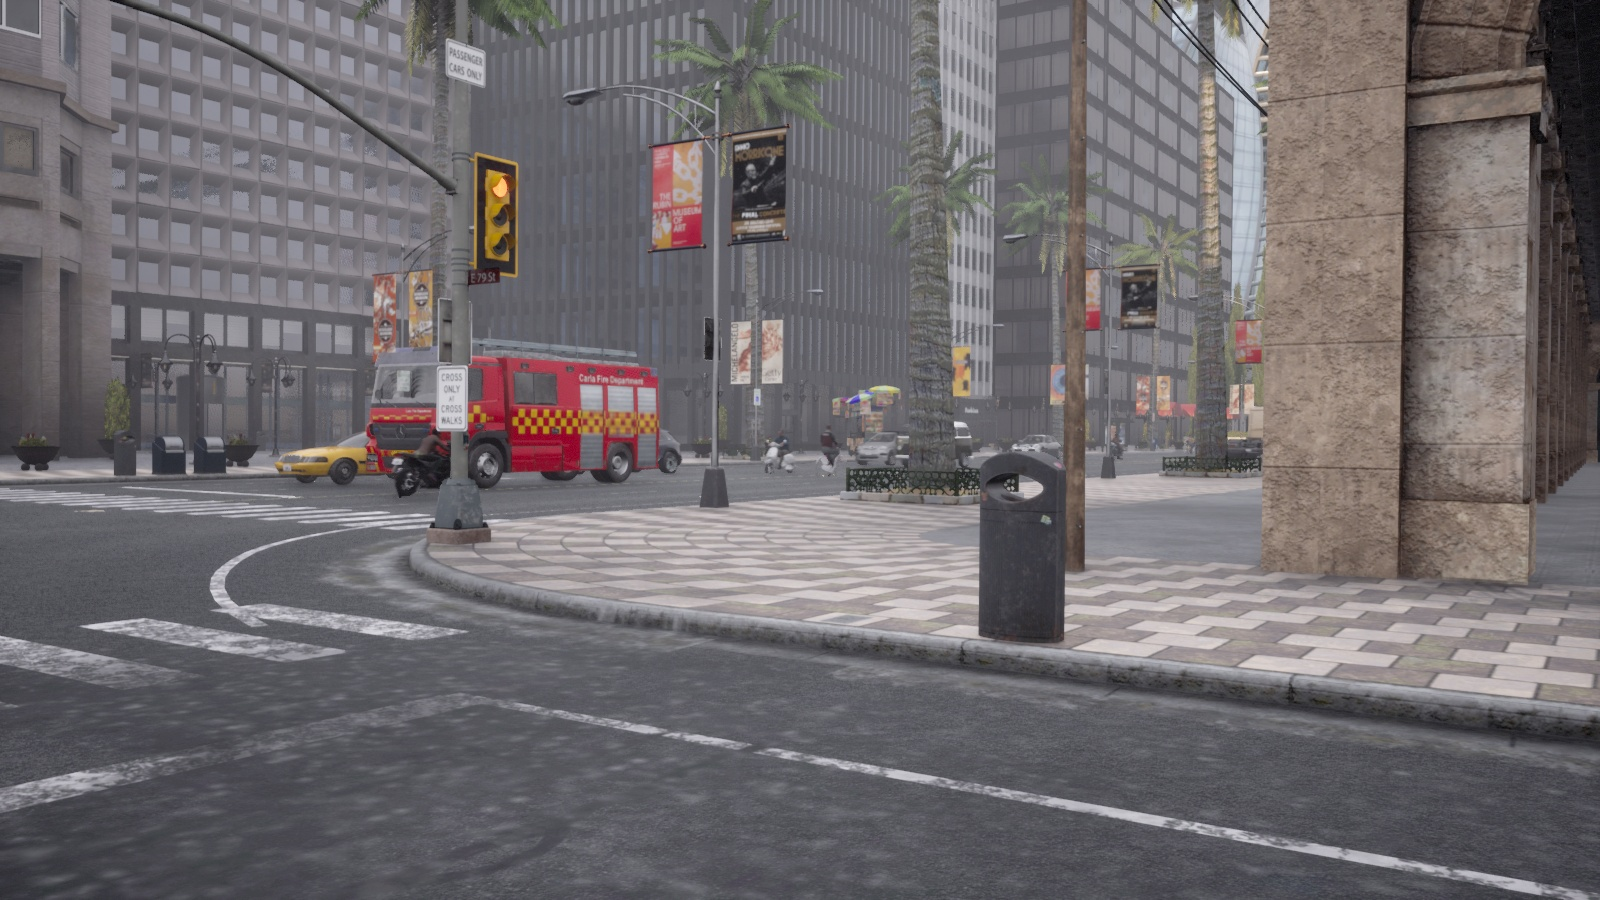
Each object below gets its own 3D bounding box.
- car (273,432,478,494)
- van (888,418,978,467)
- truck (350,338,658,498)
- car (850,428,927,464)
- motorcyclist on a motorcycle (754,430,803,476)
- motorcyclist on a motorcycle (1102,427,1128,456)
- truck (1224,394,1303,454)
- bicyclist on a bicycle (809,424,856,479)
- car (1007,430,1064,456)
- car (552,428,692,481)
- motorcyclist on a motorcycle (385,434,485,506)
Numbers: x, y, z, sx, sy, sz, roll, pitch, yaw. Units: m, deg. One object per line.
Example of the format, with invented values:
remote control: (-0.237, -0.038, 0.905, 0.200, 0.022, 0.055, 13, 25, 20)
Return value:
car: (-11.593, 0.300, 34.719, 1.801, 1.575, 5.366, 0, 1, 34)
van: (5.869, -0.349, 54.818, 2.069, 2.038, 4.480, 0, 1, 33)
truck: (-7.730, -0.833, 34.274, 2.891, 3.827, 8.468, 0, 1, 33)
car: (4.151, -0.210, 58.583, 1.851, 1.617, 3.988, 0, 1, 33)
motorcyclist on a motorcycle: (-0.756, 0.078, 44.812, 0.866, 1.590, 1.817, 0, 1, 34)
motorcyclist on a motorcycle: (18.720, -0.509, 74.697, 0.766, 1.649, 2.350, 0, 1, 33)
truck: (28.431, -1.559, 76.854, 2.891, 3.462, 7.936, 0, 1, 33)
bicyclist on a bicycle: (1.081, 0.028, 41.199, 0.659, 1.776, 1.843, 0, 1, 33)
car: (13.800, -0.434, 73.535, 1.970, 1.475, 3.806, 0, 1, 33)
car: (-6.034, 0.122, 43.175, 2.033, 1.649, 4.856, 0, 2, 33)
motorcyclist on a motorcycle: (-7.976, 0.408, 27.523, 0.797, 1.523, 2.044, 0, 1, 33)
